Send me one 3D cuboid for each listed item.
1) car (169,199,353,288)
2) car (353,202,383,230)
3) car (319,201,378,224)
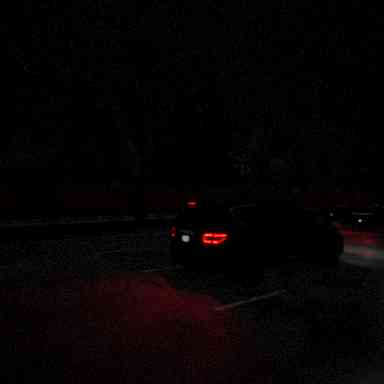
[{"bbox_3d":[2.006,1.219,9.521,5.566,2.045,2.150,0,0,-36],"label":"car"},{"bbox_3d":[11.846,1.490,20.992,4.902,1.511,2.128,0,0,-36],"label":"car"},{"bbox_3d":[12.078,1.477,25.487,5.008,1.535,1.882,0,0,-36],"label":"car"}]
